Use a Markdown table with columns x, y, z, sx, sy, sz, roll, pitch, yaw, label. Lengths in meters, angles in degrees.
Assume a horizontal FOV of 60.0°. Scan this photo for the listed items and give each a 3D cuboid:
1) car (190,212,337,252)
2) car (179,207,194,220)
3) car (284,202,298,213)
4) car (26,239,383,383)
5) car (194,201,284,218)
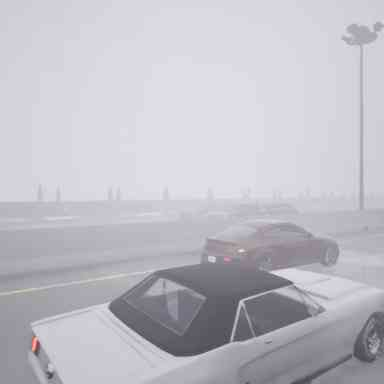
| x | y | z | sx | sy | sz | roll | pitch | yaw | label |
| --- | --- | --- | --- | --- | --- | --- | --- | --- | --- |
| 2.375 | 1.530 | 9.759 | 4.674 | 1.442 | 1.812 | 0 | 0 | -35 | car |
| 1.044 | 1.575 | 26.257 | 4.181 | 1.385 | 1.994 | 0 | 0 | -36 | car |
| 6.156 | 1.516 | 25.610 | 4.892 | 1.490 | 1.837 | 0 | 0 | -36 | car |
| 0.638 | 1.603 | 4.217 | 4.718 | 1.301 | 1.895 | 0 | 0 | -35 | car |
| 2.707 | 1.360 | 18.840 | 4.553 | 1.767 | 2.097 | 0 | 0 | -36 | car |
